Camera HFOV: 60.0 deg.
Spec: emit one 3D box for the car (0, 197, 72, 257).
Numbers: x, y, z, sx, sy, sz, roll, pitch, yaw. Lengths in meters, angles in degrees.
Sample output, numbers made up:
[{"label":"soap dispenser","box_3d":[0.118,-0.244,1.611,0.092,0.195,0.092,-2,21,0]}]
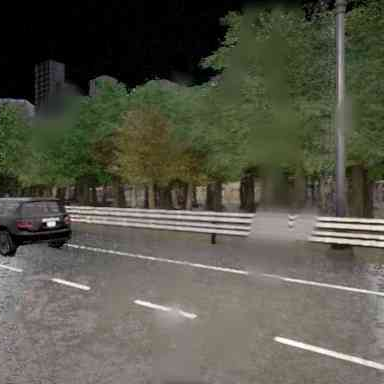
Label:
[{"label":"car","box_3d":[-7.132,1.225,13.266,5.566,2.045,2.150,0,0,36]}]
